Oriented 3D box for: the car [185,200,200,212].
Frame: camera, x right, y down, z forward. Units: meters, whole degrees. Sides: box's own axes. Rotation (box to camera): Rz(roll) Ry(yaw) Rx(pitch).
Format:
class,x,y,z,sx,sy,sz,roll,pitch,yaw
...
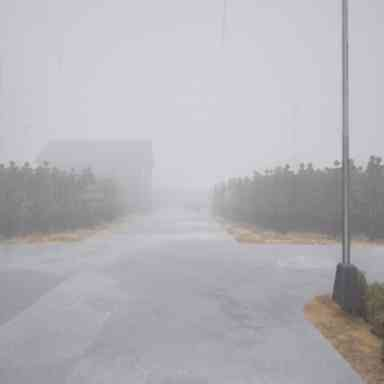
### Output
class,x,y,z,sx,sy,sz,roll,pitch,yaw
car,0.054,1.972,49.538,2.097,1.767,4.553,0,-1,0
